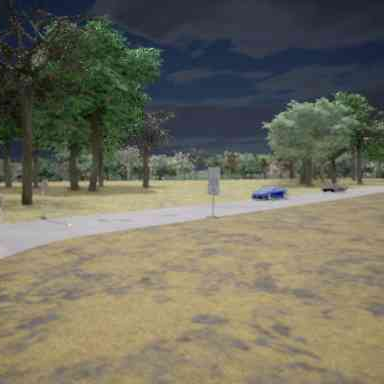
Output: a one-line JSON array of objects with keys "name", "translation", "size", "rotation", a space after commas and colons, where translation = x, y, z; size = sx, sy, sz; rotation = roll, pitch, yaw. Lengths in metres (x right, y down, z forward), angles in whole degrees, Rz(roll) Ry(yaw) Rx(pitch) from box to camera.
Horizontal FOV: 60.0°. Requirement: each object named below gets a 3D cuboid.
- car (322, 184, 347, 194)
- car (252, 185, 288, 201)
[{"name": "car", "translation": [20.209, -0.460, 47.216], "size": [1.895, 1.301, 4.718], "rotation": [2, 4, 43]}, {"name": "car", "translation": [8.055, 0.076, 34.330], "size": [1.882, 1.535, 5.008], "rotation": [2, 4, 43]}]
